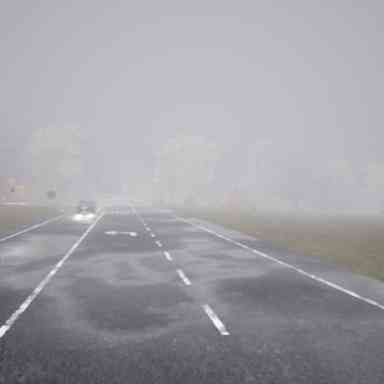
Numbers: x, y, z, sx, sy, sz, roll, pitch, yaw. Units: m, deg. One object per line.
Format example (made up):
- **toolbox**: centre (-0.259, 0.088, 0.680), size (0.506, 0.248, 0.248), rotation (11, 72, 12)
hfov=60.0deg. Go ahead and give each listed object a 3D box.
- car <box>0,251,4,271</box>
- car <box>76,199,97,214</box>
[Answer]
- **car**: centre (-4.828, 1.571, 5.397), size (1.895, 1.301, 4.718), rotation (1, 0, -12)
- **car**: centre (-11.286, 1.522, 35.787), size (2.128, 1.511, 4.902), rotation (1, -1, -12)
